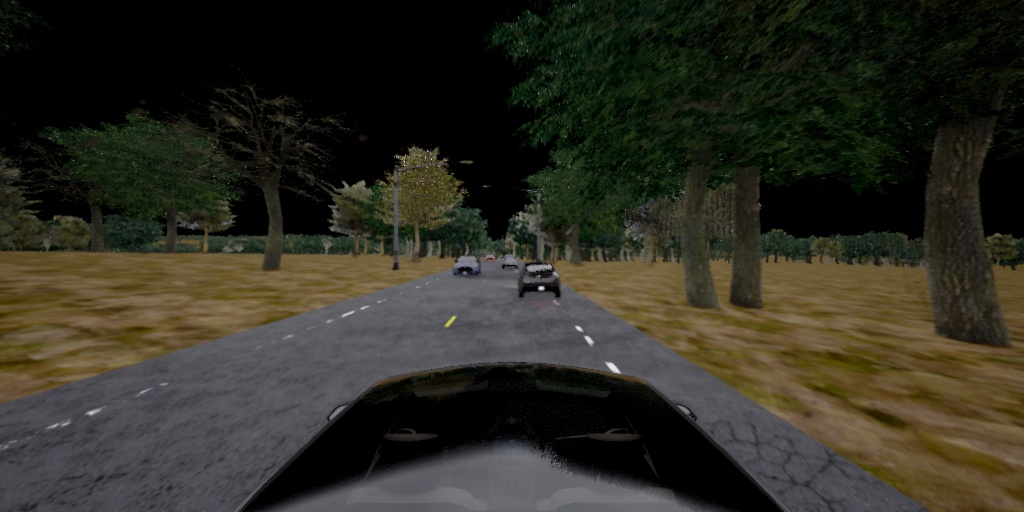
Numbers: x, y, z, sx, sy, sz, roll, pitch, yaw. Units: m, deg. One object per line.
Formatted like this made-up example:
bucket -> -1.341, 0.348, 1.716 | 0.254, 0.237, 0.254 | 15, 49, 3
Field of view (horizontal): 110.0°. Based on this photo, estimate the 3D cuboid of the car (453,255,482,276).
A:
car -> -3.728, 0.723, 30.515 | 2.097, 1.767, 4.553 | 0, 1, 0

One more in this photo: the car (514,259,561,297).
car -> 1.186, 1.045, 17.048 | 1.837, 1.490, 4.892 | 0, 1, 0

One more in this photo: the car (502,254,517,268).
car -> -0.250, 0.777, 44.968 | 1.994, 1.385, 4.181 | 0, 0, 0
